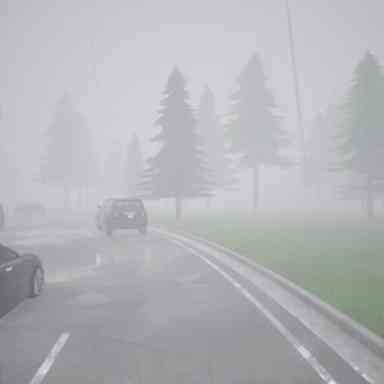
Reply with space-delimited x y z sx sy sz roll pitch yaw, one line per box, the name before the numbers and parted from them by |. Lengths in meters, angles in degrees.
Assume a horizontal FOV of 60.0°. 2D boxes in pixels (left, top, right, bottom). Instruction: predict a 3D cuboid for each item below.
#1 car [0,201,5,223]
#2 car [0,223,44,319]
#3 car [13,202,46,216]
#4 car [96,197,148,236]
car | -14.281 1.430 22.823 2.150 2.045 5.566 0 -1 -35
car | -4.057 1.562 5.656 1.837 1.490 4.892 0 0 -8
car | -18.062 1.816 36.993 4.674 1.442 1.812 -1 -1 38
car | -4.197 1.329 19.435 2.150 2.045 5.566 0 0 -23
